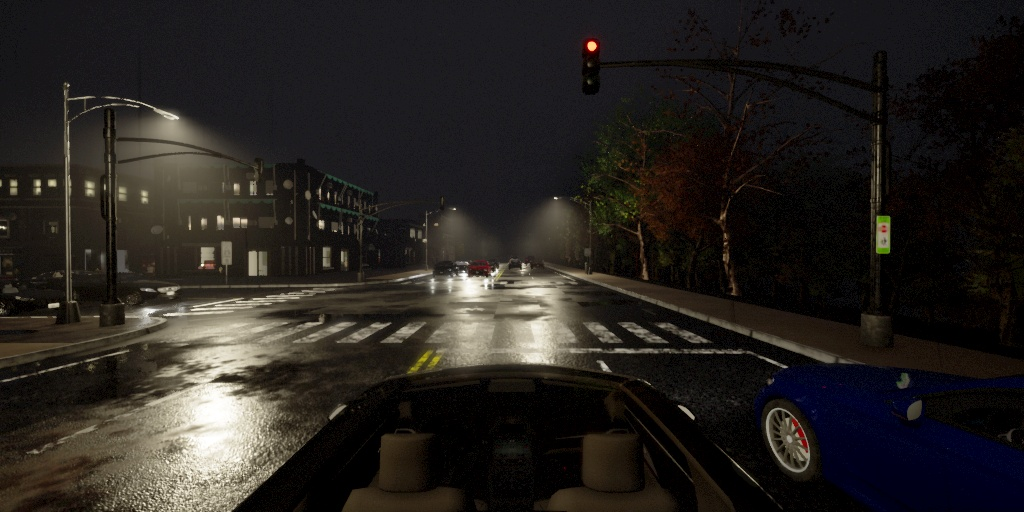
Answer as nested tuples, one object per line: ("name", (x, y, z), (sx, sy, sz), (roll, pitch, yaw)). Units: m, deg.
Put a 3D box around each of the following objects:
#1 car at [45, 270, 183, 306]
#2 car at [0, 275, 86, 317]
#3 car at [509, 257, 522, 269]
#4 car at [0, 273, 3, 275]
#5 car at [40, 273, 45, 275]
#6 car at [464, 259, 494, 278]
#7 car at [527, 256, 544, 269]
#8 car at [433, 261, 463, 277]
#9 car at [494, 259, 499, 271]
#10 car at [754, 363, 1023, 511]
("car", (-17.938, 1.476, 16.490), (4.674, 1.442, 1.812), (-1, 1, 3))
("car", (-19.857, 1.565, 13.863), (4.313, 1.339, 1.948), (0, 0, 1))
("car", (0.524, 1.294, 56.924), (1.994, 1.385, 4.181), (0, 0, 0))
("car", (-33.659, 1.654, 22.489), (4.207, 1.307, 1.802), (0, 0, 1))
("car", (-28.124, 1.560, 22.439), (4.403, 1.370, 2.007), (0, 0, 1))
("car", (-3.083, 1.217, 34.625), (1.882, 1.535, 5.008), (0, 0, 1))
("car", (3.756, 1.208, 54.542), (1.882, 1.535, 5.008), (0, 0, 0))
("car", (-6.340, 1.217, 34.782), (1.882, 1.535, 5.008), (0, 0, 1))
("car", (-3.006, 1.261, 44.686), (1.812, 1.442, 4.674), (0, 0, 1))
("car", (3.355, 1.276, 1.682), (1.812, 1.442, 4.674), (0, 0, 1))
